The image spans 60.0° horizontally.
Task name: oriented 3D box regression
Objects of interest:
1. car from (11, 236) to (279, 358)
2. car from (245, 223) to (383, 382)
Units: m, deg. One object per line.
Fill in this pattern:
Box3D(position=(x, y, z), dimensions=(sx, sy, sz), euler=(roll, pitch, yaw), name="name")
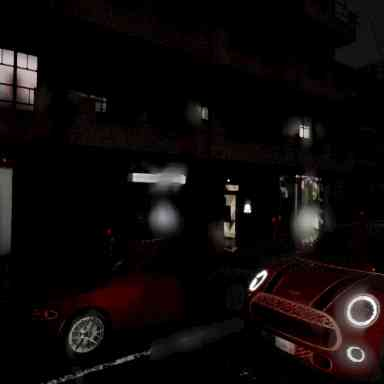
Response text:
Box3D(position=(-0.725, 1.546, 6.030), dimensions=(4.507, 1.381, 1.887), euler=(0, 1, -36), name="car")
Box3D(position=(3.003, 1.354, 5.532), dimensions=(4.553, 1.767, 2.097), euler=(0, 0, -36), name="car")
